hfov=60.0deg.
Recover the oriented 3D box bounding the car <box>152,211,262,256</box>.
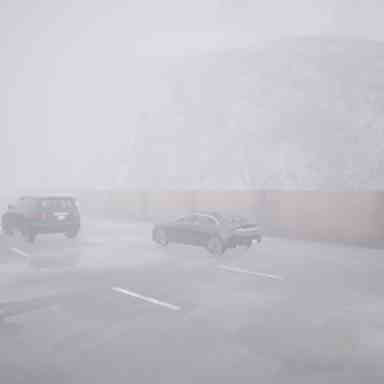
[{"bbox_3d":[0.416,1.494,13.194,4.902,1.511,2.128,0,0,44],"label":"car"}]

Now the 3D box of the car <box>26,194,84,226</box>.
[{"bbox_3d":[-10.181,1.157,24.408,2.150,2.045,5.566,0,0,-43],"label":"car"}]

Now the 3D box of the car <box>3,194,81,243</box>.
[{"bbox_3d":[-7.430,1.175,16.229,2.150,2.045,5.566,0,0,-43],"label":"car"}]
